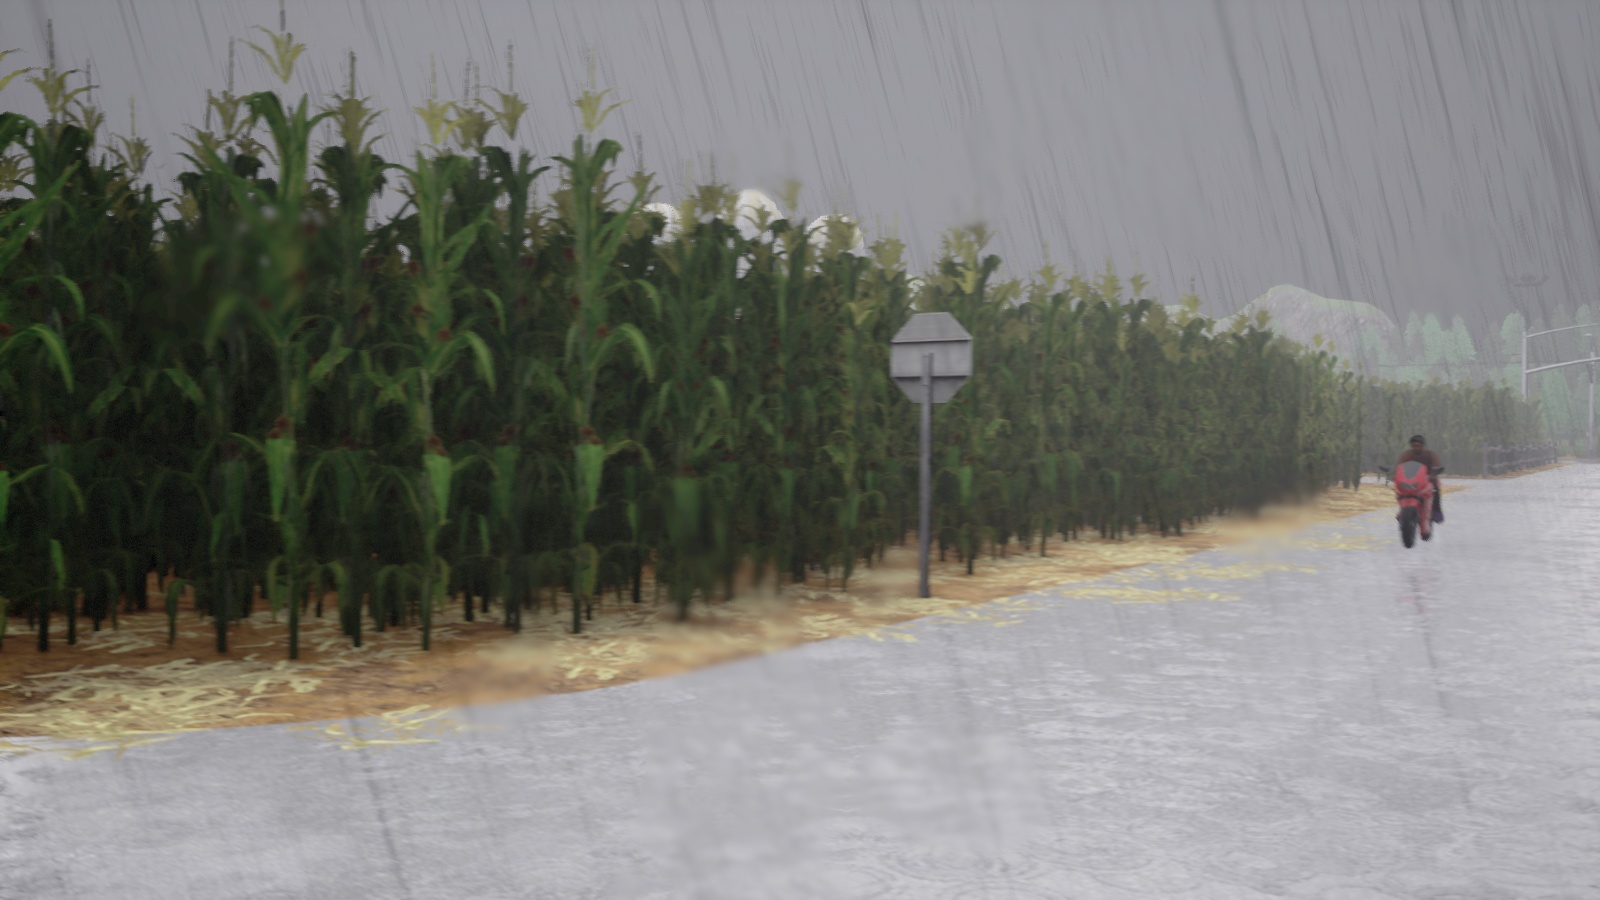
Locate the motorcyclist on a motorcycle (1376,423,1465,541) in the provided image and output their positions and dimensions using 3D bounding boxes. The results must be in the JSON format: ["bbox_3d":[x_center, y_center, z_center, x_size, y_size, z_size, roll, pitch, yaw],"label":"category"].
[{"bbox_3d":[8.541,0.397,17.247,0.797,1.523,2.044,0,1,35],"label":"motorcyclist on a motorcycle"}]
